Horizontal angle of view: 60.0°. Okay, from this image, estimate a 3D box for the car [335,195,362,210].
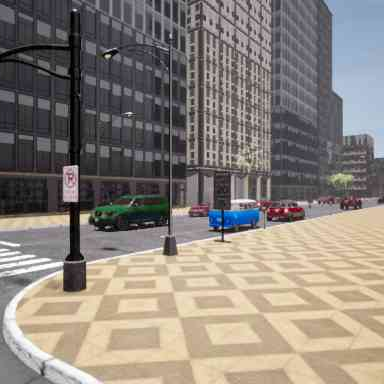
[{"bbox_3d":[21.274,1.368,44.462,2.192,1.841,5.009,0,0,38],"label":"car"}]

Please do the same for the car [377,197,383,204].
[{"bbox_3d":[38.301,1.658,66.460,1.947,1.339,4.313,0,0,38],"label":"car"}]

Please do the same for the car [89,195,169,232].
[{"bbox_3d":[-3.718,1.238,21.020,2.150,2.045,5.566,0,0,38],"label":"car"}]

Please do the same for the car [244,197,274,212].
[{"bbox_3d":[8.232,1.471,40.486,1.967,1.590,4.097,0,0,38],"label":"car"}]

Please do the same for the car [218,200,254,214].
[{"bbox_3d":[4.827,1.571,36.086,1.887,1.381,4.507,0,0,38],"label":"car"}]

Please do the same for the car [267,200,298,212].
[{"bbox_3d":[10.878,1.636,39.829,1.895,1.301,4.718,0,0,38],"label":"car"}]

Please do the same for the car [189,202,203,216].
[{"bbox_3d":[1.421,1.604,31.686,1.802,1.307,4.206,0,0,38],"label":"car"}]

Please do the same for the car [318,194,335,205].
[{"bbox_3d":[25.260,1.380,62.485,2.192,1.841,5.009,0,0,38],"label":"car"}]

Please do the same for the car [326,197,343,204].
[{"bbox_3d":[28.665,1.624,66.884,2.008,1.369,4.403,0,0,38],"label":"car"}]

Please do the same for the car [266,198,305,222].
[{"bbox_3d":[7.652,1.472,26.862,1.967,1.590,4.097,0,0,38],"label":"car"}]

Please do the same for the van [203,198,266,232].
[{"bbox_3d":[2.672,1.368,20.247,1.690,1.788,3.998,0,0,38],"label":"van"}]
